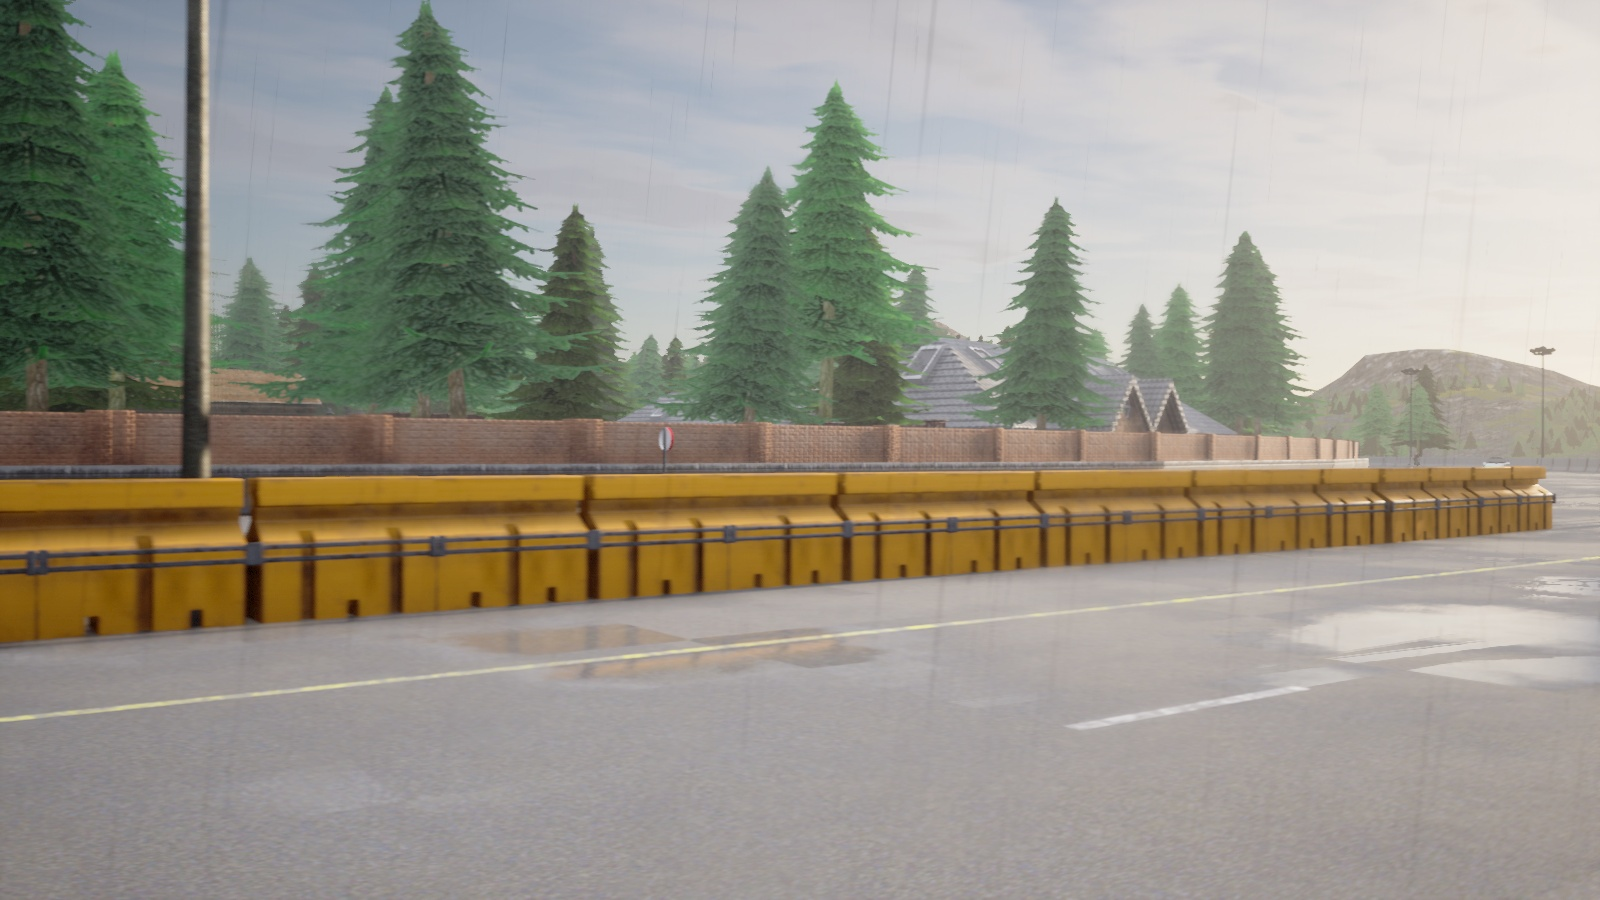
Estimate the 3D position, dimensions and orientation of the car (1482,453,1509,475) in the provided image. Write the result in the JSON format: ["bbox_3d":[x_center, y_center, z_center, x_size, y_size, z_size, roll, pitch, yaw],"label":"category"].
[{"bbox_3d":[44.359,0.902,80.106,1.481,1.376,2.207,0,0,28],"label":"car"}]
